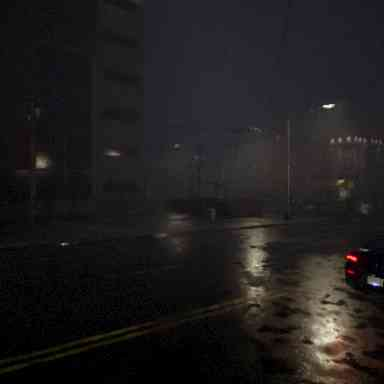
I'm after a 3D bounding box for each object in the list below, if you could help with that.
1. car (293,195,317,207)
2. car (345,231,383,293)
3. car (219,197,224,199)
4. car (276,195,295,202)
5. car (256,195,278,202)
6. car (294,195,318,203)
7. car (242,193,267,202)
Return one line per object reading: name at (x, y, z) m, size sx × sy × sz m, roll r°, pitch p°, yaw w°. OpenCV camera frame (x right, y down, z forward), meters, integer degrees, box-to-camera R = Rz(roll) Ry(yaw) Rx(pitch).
car at (15.502, 1.205, 46.246) m, size 4.553 × 1.767 × 2.185 m, roll 0°, pitch 0°, yaw -36°
car at (5.346, 1.515, 7.607) m, size 4.674 × 1.442 × 1.812 m, roll 0°, pitch 0°, yaw -35°
car at (4.770, 1.526, 60.823) m, size 4.718 × 1.301 × 1.895 m, roll 0°, pitch 0°, yaw -36°
car at (19.511, 1.382, 69.308) m, size 3.806 × 1.475 × 1.970 m, roll 0°, pitch 0°, yaw -36°
car at (16.607, 1.328, 73.453) m, size 4.786 × 1.482 × 2.161 m, roll 0°, pitch 0°, yaw -36°
car at (22.416, 1.349, 65.306) m, size 4.674 × 1.452 × 2.002 m, roll 0°, pitch 0°, yaw -36°
car at (14.409, 1.159, 76.175) m, size 5.566 × 2.045 × 2.435 m, roll 0°, pitch 0°, yaw -36°
